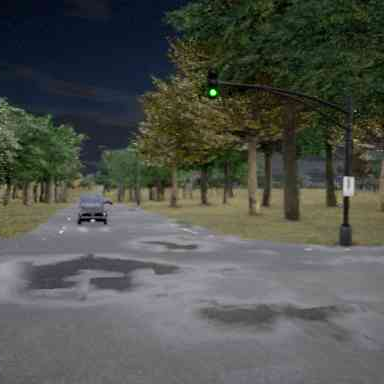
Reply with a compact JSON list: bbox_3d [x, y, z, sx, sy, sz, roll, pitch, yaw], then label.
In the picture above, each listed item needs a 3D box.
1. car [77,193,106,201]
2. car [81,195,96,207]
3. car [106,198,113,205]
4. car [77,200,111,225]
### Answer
[{"bbox_3d":[-9.988,1.125,32.621,2.150,2.045,5.566,2,0,-18],"label":"car"},{"bbox_3d":[-16.269,1.354,52.208,2.097,1.767,4.553,2,-1,-18],"label":"car"},{"bbox_3d":[-16.176,1.847,63.229,1.895,1.301,4.718,2,-1,-18],"label":"car"},{"bbox_3d":[-6.978,1.504,23.229,1.895,1.301,4.718,2,0,-18],"label":"car"}]
